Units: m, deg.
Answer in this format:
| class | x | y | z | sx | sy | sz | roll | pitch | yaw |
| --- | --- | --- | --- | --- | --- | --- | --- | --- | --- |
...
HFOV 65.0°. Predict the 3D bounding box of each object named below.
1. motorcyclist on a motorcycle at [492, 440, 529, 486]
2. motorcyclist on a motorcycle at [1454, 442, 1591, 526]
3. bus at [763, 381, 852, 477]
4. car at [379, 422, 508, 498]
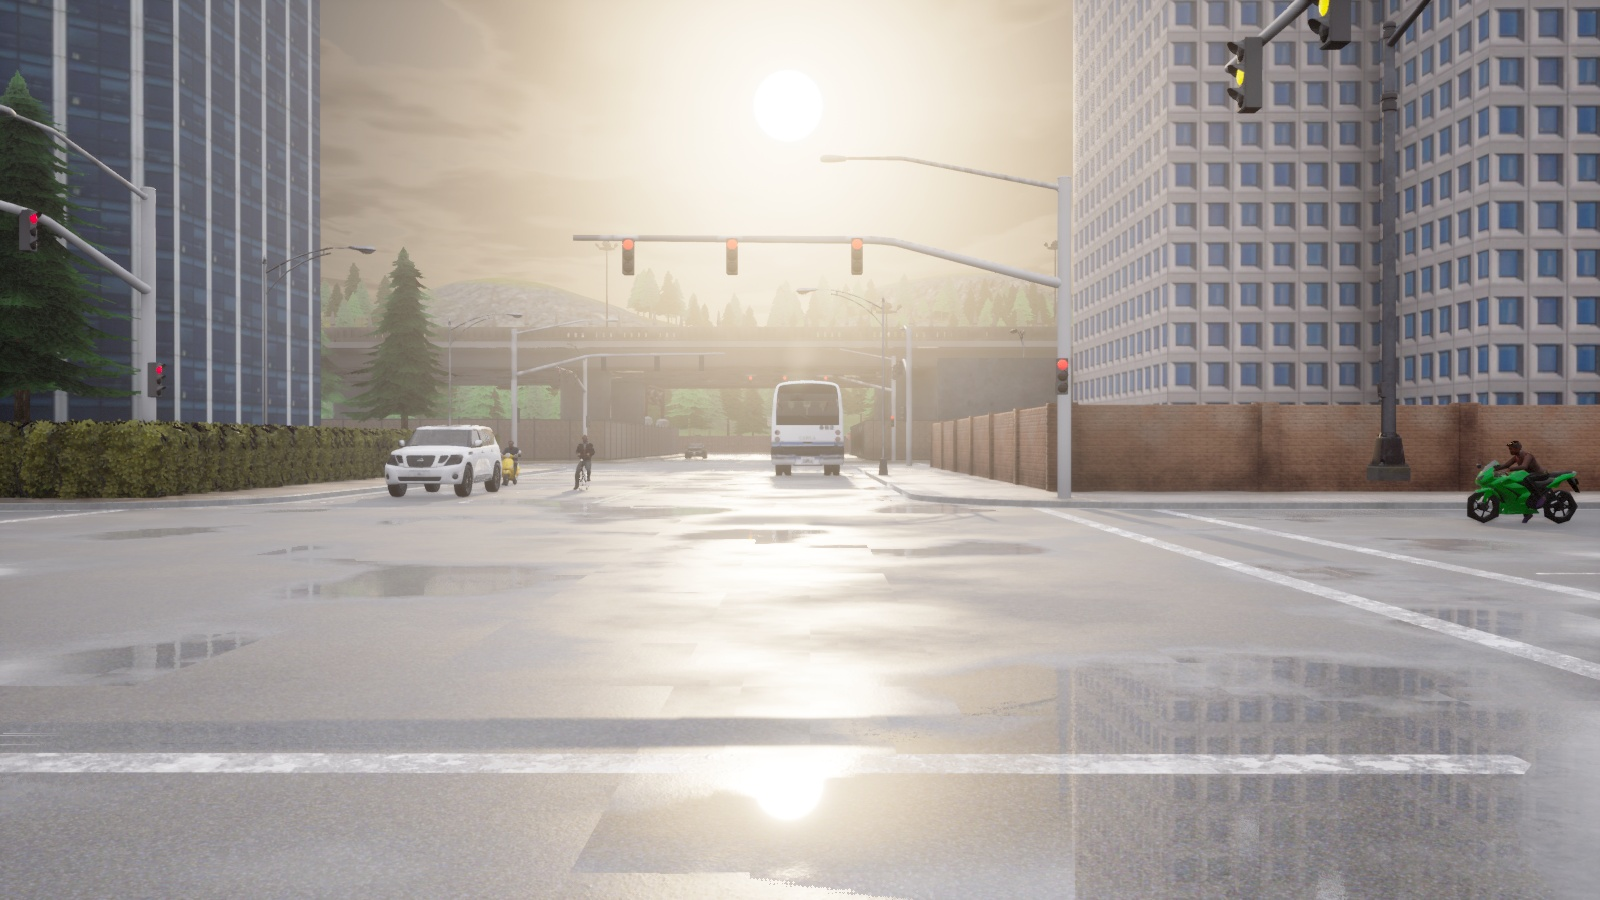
| class | x | y | z | sx | sy | sz | roll | pitch | yaw |
| --- | --- | --- | --- | --- | --- | --- | --- | --- | --- |
| motorcyclist on a motorcycle | -10.227 | 0.441 | 44.414 | 0.866 | 1.590 | 1.817 | 0 | 0 | 0 |
| motorcyclist on a motorcycle | 13.195 | 0.610 | 22.974 | 2.044 | 1.523 | 0.797 | 0 | 0 | 1 |
| bus | 0.368 | -0.972 | 60.677 | 3.944 | 4.253 | 10.273 | 0 | 0 | 0 |
| car | -10.274 | 0.250 | 36.693 | 2.150 | 2.045 | 5.566 | 0 | 0 | 0 |
